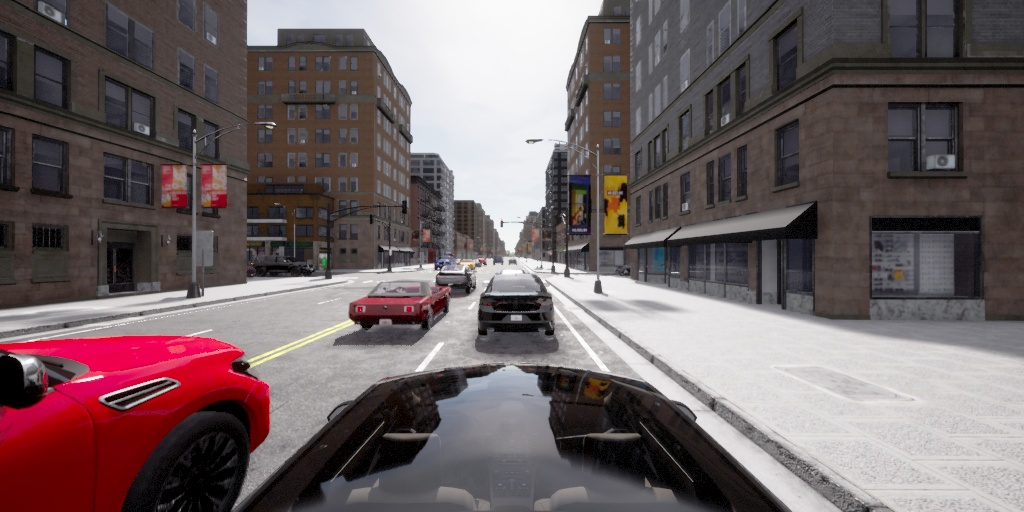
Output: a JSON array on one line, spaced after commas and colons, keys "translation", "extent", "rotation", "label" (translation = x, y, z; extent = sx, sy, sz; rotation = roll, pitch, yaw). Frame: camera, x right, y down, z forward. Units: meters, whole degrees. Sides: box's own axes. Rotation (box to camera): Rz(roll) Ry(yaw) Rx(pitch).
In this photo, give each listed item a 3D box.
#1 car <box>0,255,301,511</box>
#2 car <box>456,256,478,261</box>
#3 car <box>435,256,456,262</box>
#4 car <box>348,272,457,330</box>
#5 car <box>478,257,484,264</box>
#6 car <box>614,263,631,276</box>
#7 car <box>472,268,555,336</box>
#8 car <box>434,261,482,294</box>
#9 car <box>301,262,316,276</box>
[{"translation": [-3.151, 0.972, 0.678], "extent": [2.150, 2.045, 5.566], "rotation": [0, 0, 0], "label": "car"}, {"translation": [-6.500, 1.221, 52.495], "extent": [1.882, 1.535, 5.008], "rotation": [0, 0, 0], "label": "car"}, {"translation": [-9.744, 0.965, 52.117], "extent": [2.150, 2.045, 5.566], "rotation": [0, 0, 0], "label": "car"}, {"translation": [-3.132, 1.350, 11.134], "extent": [1.895, 1.301, 4.718], "rotation": [0, 0, 0], "label": "car"}, {"translation": [-6.455, 1.302, 62.109], "extent": [1.994, 1.385, 4.181], "rotation": [0, 0, 0], "label": "car"}, {"translation": [13.305, 1.278, 37.789], "extent": [4.902, 1.511, 2.128], "rotation": [0, 0, 0], "label": "car"}, {"translation": [0.111, 1.227, 10.478], "extent": [1.882, 1.535, 5.008], "rotation": [0, 0, 0], "label": "car"}, {"translation": [-3.110, 1.240, 20.393], "extent": [2.128, 1.511, 4.902], "rotation": [0, 0, 0], "label": "car"}, {"translation": [-22.125, 0.963, 34.740], "extent": [5.566, 2.045, 2.150], "rotation": [0, 0, 0], "label": "car"}]
